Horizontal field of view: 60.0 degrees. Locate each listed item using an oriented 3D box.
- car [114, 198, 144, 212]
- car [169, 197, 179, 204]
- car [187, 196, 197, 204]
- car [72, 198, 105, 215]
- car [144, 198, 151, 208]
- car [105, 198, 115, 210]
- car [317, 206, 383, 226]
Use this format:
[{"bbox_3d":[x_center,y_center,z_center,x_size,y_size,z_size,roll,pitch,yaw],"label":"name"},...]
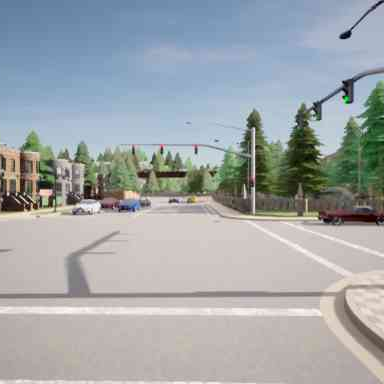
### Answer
[{"bbox_3d":[-7.158,1.467,38.319,1.882,1.535,5.008,0,0,0],"label":"car"},{"bbox_3d":[-3.508,1.583,65.155,1.895,1.301,4.718,0,0,0],"label":"car"},{"bbox_3d":[-0.007,1.460,64.870,1.882,1.535,5.008,0,0,0],"label":"car"},{"bbox_3d":[-10.652,1.516,33.980,1.812,1.442,4.674,0,0,0],"label":"car"},{"bbox_3d":[-7.146,1.551,48.306,1.994,1.385,4.181,0,0,0],"label":"car"},{"bbox_3d":[-10.658,1.466,43.033,1.882,1.535,5.008,0,0,0],"label":"car"},{"bbox_3d":[11.151,1.595,22.850,4.718,1.301,1.895,0,0,2],"label":"car"}]
